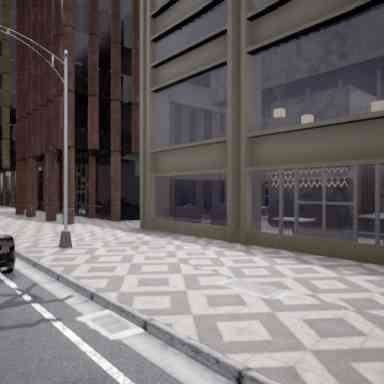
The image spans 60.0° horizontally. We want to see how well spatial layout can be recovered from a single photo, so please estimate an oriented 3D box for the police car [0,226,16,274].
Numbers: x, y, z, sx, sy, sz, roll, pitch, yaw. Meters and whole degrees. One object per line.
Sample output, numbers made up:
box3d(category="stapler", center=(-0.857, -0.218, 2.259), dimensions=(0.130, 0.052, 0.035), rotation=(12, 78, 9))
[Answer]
box3d(category="police car", center=(-6.726, 1.419, 9.789), dimensions=(1.930, 1.638, 5.238), rotation=(0, 0, -41))
